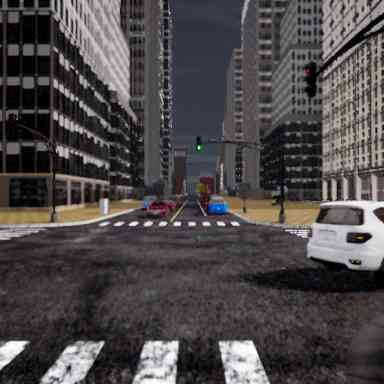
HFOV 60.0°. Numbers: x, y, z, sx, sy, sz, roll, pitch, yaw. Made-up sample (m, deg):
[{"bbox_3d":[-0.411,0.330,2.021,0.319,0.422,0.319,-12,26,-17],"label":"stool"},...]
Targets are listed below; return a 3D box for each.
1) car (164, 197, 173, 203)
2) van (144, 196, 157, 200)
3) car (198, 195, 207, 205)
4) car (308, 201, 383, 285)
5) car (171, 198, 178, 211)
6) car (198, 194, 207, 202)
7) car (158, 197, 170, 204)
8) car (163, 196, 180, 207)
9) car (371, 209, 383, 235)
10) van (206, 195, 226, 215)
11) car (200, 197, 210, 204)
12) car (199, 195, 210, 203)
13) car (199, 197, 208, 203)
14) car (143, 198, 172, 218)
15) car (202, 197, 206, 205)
[{"bbox_3d":[-5.655,1.815,79.469,1.802,1.307,4.206,0,0,0],"label":"car"},{"bbox_3d":[-5.775,1.479,46.234,1.690,1.788,3.998,0,0,0],"label":"van"},{"bbox_3d":[2.666,1.501,62.822,2.192,1.841,5.009,0,0,0],"label":"car"},{"bbox_3d":[5.956,1.283,9.341,5.566,2.045,2.150,1,-2,-19],"label":"car"},{"bbox_3d":[-3.182,1.726,41.898,1.895,1.301,4.718,0,0,0],"label":"car"},{"bbox_3d":[2.747,1.564,84.980,2.192,1.841,5.009,0,0,0],"label":"car"},{"bbox_3d":[-5.695,1.753,68.390,2.008,1.369,4.403,0,0,0],"label":"car"},{"bbox_3d":[-3.087,1.518,55.441,2.097,1.767,4.553,0,0,1],"label":"car"},{"bbox_3d":[13.584,1.738,19.301,5.357,1.411,2.033,0,0,-1],"label":"car"},{"bbox_3d":[2.679,1.446,35.130,1.690,1.788,3.998,0,0,0],"label":"van"},{"bbox_3d":[2.685,1.747,68.360,1.887,1.381,4.507,0,0,0],"label":"car"},{"bbox_3d":[2.706,1.533,73.901,2.192,1.841,5.009,0,0,0],"label":"car"},{"bbox_3d":[2.726,1.799,79.440,1.947,1.339,4.313,0,0,0],"label":"car"},{"bbox_3d":[-3.229,1.621,32.000,1.812,1.442,4.674,0,0,0],"label":"car"},{"bbox_3d":[2.608,1.666,40.667,1.887,1.381,4.507,0,0,0],"label":"car"}]
